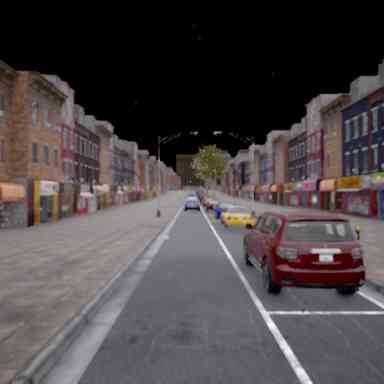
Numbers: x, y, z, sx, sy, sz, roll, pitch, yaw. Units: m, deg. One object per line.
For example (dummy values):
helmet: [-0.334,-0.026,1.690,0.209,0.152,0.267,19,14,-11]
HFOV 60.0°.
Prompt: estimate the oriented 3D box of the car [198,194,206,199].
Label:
car: [2.672,1.176,92.318,1.947,1.339,4.313,2,1,0]

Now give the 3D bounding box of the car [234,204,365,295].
car: [2.641,1.404,8.940,2.192,1.841,5.009,0,0,0]

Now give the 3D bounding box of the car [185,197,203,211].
car: [0.047,1.746,44.171,1.994,1.385,4.181,0,0,1]

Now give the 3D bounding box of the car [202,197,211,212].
car: [2.654,1.732,42.285,1.887,1.381,4.507,1,0,0]

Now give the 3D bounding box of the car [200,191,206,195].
car: [2.671,1.292,70.082,2.192,1.841,5.009,1,1,0]

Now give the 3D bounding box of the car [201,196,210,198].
car: [2.658,1.722,53.406,1.802,1.307,4.206,1,0,0]

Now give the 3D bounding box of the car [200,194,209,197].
car: [2.661,1.621,59.136,1.752,1.417,4.829,1,1,0]

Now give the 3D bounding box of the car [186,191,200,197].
car: [0.019,1.260,64.347,2.150,2.045,5.566,0,1,0]

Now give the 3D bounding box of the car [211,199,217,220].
car: [3.019,1.669,30.238,1.882,1.535,5.008,0,0,0]

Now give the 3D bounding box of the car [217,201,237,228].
car: [3.028,1.631,23.429,1.801,1.575,5.366,0,0,0]
